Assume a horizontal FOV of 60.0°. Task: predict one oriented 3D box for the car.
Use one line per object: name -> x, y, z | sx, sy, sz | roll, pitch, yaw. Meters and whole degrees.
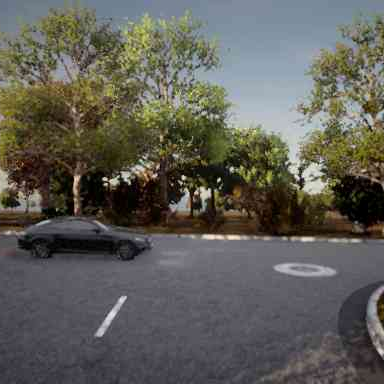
car -> -3.784, 1.591, 12.089 | 4.674, 1.442, 1.812 | 1, 0, 0
